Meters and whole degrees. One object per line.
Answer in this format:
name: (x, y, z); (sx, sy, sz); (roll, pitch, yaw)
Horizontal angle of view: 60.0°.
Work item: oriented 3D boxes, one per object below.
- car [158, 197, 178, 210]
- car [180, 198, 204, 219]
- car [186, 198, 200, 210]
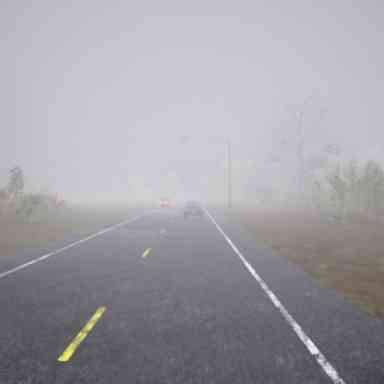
car: (-3.551, 1.552, 46.593); (2.097, 1.767, 4.553); (0, 0, 0)
car: (0.120, 1.637, 31.263); (2.128, 1.511, 4.902); (0, 0, 0)
car: (0.128, 1.706, 46.700); (1.837, 1.490, 4.892); (0, 0, 0)
